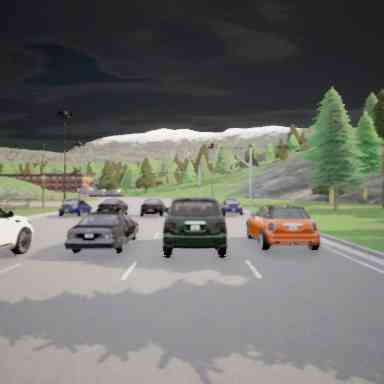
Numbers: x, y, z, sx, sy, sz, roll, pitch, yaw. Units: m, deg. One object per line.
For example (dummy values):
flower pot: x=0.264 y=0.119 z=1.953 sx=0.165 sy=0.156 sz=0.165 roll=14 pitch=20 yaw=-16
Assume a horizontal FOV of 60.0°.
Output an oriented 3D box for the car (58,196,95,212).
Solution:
car: x=-10.417 y=1.379 z=29.885 sx=1.812 sy=1.442 sz=4.674 roll=0 pitch=0 yaw=0

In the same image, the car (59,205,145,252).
car: x=-3.396 y=1.480 z=13.424 sx=2.033 sy=1.411 sz=5.357 roll=0 pitch=0 yaw=0

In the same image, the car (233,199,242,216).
car: x=3.565 y=1.373 z=30.929 sx=1.812 sy=1.442 sz=4.674 roll=0 pitch=0 yaw=-1

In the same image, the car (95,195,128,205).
car: x=-6.917 y=1.332 z=29.557 sx=1.882 sy=1.535 sz=5.008 roll=0 pitch=0 yaw=0

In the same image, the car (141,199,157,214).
car: x=-3.417 y=1.331 z=29.657 sx=1.882 sy=1.535 sz=5.008 roll=0 pitch=0 yaw=0

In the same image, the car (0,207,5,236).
car: x=-10.400 y=1.477 z=13.987 sx=2.033 sy=1.411 sz=5.357 roll=0 pitch=0 yaw=0

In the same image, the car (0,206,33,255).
car: x=-6.900 y=1.173 z=9.857 sx=2.150 sy=2.045 sz=5.566 roll=0 pitch=0 yaw=0

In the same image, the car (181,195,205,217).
car: x=0.065 y=1.201 z=30.798 sx=2.097 sy=1.767 sz=4.553 roll=0 pitch=0 yaw=-1

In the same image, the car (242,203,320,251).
car: x=3.599 y=1.283 z=13.948 sx=2.097 sy=1.767 sz=4.553 roll=0 pitch=0 yaw=0

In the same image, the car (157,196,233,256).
car: x=0.099 y=1.159 z=12.900 sx=2.150 sy=2.045 sz=5.566 roll=0 pitch=1 yaw=0
